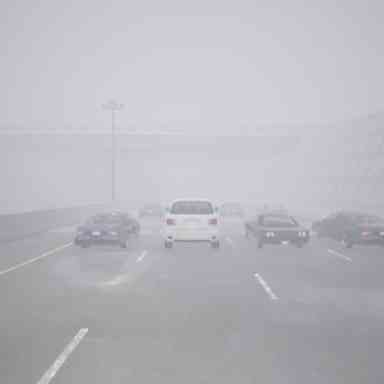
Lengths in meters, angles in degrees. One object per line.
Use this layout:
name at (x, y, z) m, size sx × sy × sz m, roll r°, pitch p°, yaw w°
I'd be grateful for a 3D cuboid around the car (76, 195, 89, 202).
car at (-24.507, 1.462, 74.542) m, size 1.882 × 1.535 × 5.008 m, roll 0°, pitch 0°, yaw 0°

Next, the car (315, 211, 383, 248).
car at (7.000, 1.560, 14.650) m, size 2.033 × 1.411 × 5.357 m, roll 0°, pitch 0°, yaw 0°

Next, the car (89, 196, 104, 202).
car at (-21.007, 1.536, 74.546) m, size 1.994 × 1.385 × 4.181 m, roll 0°, pitch 0°, yaw 0°

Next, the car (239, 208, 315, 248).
car at (3.500, 1.614, 14.680) m, size 1.895 × 1.301 × 4.718 m, roll 0°, pitch 0°, yaw 0°

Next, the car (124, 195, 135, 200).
car at (-14.007, 1.484, 74.554) m, size 1.837 × 1.490 × 4.892 m, roll 0°, pitch 0°, yaw 0°

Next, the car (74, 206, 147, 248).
car at (-3.500, 1.560, 14.650) m, size 2.033 × 1.411 × 5.357 m, roll 0°, pitch 0°, yaw 0°

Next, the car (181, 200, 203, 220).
car at (0.000, 1.514, 29.650) m, size 1.837 × 1.490 × 4.892 m, roll 0°, pitch 0°, yaw 0°

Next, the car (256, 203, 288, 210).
car at (7.000, 1.614, 29.680) m, size 1.895 × 1.301 × 4.718 m, roll 0°, pitch 0°, yaw 0°

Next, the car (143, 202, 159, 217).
car at (-3.500, 1.570, 29.650) m, size 1.994 × 1.385 × 4.181 m, roll 0°, pitch 0°, yaw 0°

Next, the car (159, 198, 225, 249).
car at (0.000, 1.255, 14.680) m, size 2.150 × 2.045 × 5.566 m, roll 0°, pitch 0°, yaw 0°

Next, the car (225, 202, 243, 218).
car at (3.500, 1.561, 29.650) m, size 2.033 × 1.411 × 5.357 m, roll 0°, pitch 0°, yaw 0°

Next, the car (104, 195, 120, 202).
car at (-17.507, 1.509, 74.550) m, size 2.128 × 1.511 × 4.902 m, roll 0°, pitch 0°, yaw 0°
